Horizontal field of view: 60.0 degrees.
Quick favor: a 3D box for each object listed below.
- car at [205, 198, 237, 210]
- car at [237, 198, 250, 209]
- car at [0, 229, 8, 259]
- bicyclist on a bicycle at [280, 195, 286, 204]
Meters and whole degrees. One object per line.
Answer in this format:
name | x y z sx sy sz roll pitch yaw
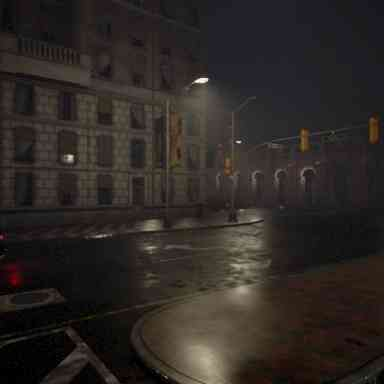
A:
car | 2.996 1.492 43.051 2.128 1.511 4.902 0 0 -36
car | 5.740 1.526 45.232 1.812 1.442 4.674 0 0 -36
car | -7.495 1.491 8.470 4.902 1.511 2.128 0 0 -36
bicyclist on a bicycle | 15.477 1.300 56.462 1.656 1.620 0.582 0 0 -36
